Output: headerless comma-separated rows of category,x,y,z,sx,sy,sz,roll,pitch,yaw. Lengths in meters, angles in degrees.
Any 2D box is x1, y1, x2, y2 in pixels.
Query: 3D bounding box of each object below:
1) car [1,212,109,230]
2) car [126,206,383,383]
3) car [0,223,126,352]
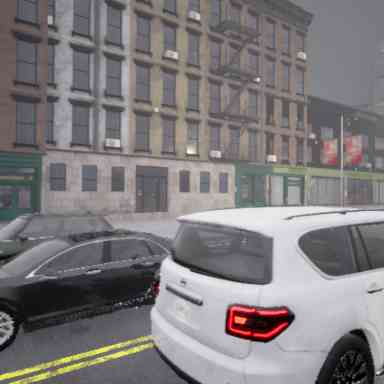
car,-4.060,1.352,8.691,4.553,1.767,2.097,0,0,-34
car,2.123,1.219,4.783,5.566,2.045,2.150,0,0,-34
car,-2.036,1.505,6.135,4.892,1.490,1.837,0,0,-34
